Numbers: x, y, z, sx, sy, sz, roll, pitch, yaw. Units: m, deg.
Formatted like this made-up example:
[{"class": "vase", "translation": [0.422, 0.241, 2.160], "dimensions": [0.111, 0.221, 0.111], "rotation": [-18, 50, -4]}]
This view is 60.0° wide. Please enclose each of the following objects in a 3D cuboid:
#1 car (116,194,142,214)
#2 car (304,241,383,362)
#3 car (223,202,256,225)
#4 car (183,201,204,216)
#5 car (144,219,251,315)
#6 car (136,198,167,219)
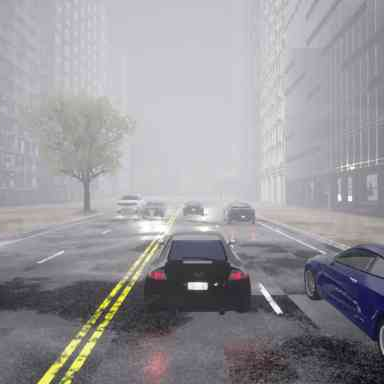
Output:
[{"class": "car", "translation": [-6.484, 1.235, 35.595], "dimensions": [2.150, 2.045, 5.566], "rotation": [0, 0, 1]}, {"class": "car", "translation": [3.355, 1.527, 5.394], "dimensions": [1.812, 1.442, 4.674], "rotation": [0, 0, 0]}, {"class": "car", "translation": [3.382, 1.486, 24.454], "dimensions": [1.882, 1.535, 5.008], "rotation": [0, 0, 0]}, {"class": "car", "translation": [0.144, 1.575, 32.260], "dimensions": [1.994, 1.385, 4.181], "rotation": [0, 0, 0]}, {"class": "car", "translation": [0.107, 1.566, 7.658], "dimensions": [1.994, 1.385, 4.181], "rotation": [0, 0, 0]}, {"class": "car", "translation": [-3.285, 1.501, 29.615], "dimensions": [2.128, 1.511, 4.902], "rotation": [0, 0, 0]}]
